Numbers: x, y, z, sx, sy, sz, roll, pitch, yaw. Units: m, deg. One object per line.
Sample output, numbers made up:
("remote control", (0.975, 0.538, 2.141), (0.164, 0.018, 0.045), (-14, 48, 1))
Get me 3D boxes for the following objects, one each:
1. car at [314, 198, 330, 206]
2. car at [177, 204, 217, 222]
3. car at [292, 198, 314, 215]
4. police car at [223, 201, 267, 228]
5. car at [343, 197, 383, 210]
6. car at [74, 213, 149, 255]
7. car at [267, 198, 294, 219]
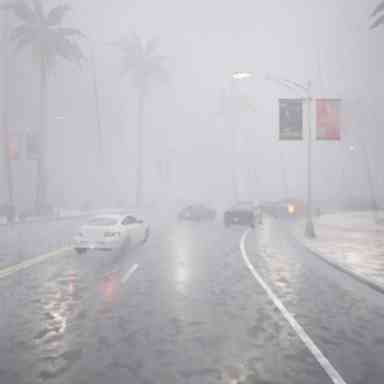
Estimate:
("car", (19.763, 1.695, 53.821), (4.718, 1.301, 1.895), (0, 0, -17))
("car", (0.491, 1.612, 26.631), (1.994, 1.385, 4.181), (0, 0, 25))
("car", (10.467, 1.412, 34.477), (2.097, 1.767, 4.553), (0, 0, 41))
("police car", (3.588, 1.466, 22.789), (1.930, 1.638, 5.238), (0, 0, 20))
("car", (22.325, 1.428, 43.946), (4.553, 1.767, 2.097), (0, 0, -18))
("car", (-3.045, 1.549, 13.288), (1.812, 1.442, 4.674), (0, 0, 7))
("car", (7.419, 1.559, 30.379), (1.837, 1.490, 4.892), (0, 0, 33))
